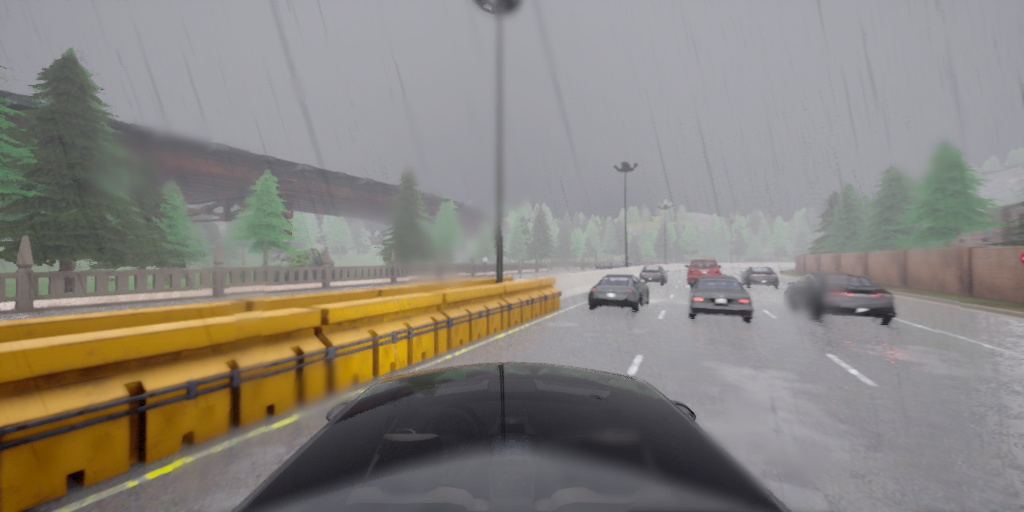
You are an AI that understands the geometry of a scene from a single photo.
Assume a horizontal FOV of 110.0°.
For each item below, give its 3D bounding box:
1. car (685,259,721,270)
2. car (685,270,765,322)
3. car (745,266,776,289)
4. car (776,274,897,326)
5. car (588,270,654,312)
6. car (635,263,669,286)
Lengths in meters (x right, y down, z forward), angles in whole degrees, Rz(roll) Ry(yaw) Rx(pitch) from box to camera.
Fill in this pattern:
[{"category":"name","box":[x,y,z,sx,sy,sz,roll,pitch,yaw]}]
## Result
[{"category":"car","box":[14.092,1.230,26.452,2.150,2.045,5.566,0,0,27]},{"category":"car","box":[7.384,1.413,12.979,2.033,1.411,5.357,0,-1,27]},{"category":"car","box":[17.656,1.487,25.725,2.128,1.511,4.902,0,-1,27]},{"category":"car","box":[10.965,1.348,12.298,2.128,1.511,4.902,0,-1,27]},{"category":"car","box":[4.645,1.458,15.312,1.994,1.385,4.181,0,-1,27]},{"category":"car","box":[11.389,1.527,28.845,2.128,1.511,4.902,0,-1,27]}]
